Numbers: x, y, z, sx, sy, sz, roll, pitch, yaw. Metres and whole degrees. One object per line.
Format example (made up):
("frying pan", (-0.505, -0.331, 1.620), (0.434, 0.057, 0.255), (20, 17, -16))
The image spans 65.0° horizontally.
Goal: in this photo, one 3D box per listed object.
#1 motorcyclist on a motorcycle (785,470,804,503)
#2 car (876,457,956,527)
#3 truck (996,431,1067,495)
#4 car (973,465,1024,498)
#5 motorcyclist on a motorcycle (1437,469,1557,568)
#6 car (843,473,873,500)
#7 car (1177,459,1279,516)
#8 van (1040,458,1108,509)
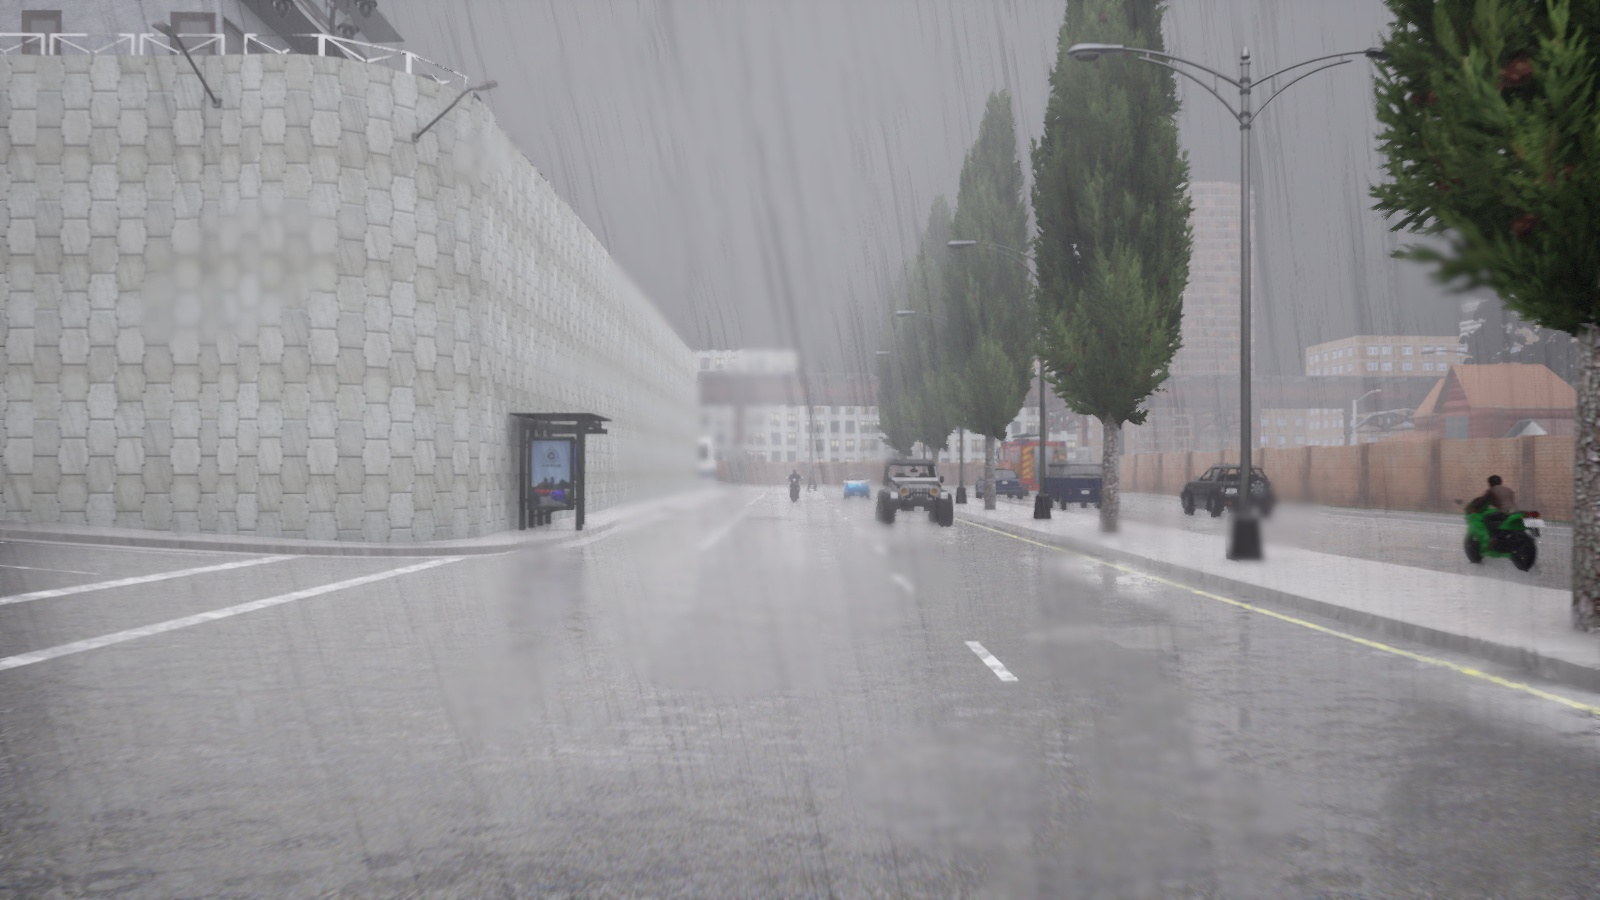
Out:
("motorcyclist on a motorcycle", (-0.260, 1.747, 60.874), (0.866, 1.590, 1.817), (0, -1, 2))
("car", (3.279, 1.177, 36.115), (1.905, 1.878, 3.866), (0, -1, 0))
("truck", (14.531, 0.869, 79.456), (2.891, 3.827, 8.468), (0, -1, 0))
("car", (11.087, 1.759, 70.322), (2.097, 1.767, 4.553), (0, -1, 0))
("motorcyclist on a motorcycle", (11.347, 1.081, 20.530), (0.797, 1.523, 2.044), (0, -1, 0))
("car", (3.106, 1.934, 67.022), (1.481, 1.376, 2.207), (0, -1, 0))
("car", (14.737, 1.272, 43.534), (1.932, 1.855, 4.605), (0, -1, 0))
("van", (11.192, 1.350, 51.497), (1.775, 1.987, 4.442), (0, -1, 0))
